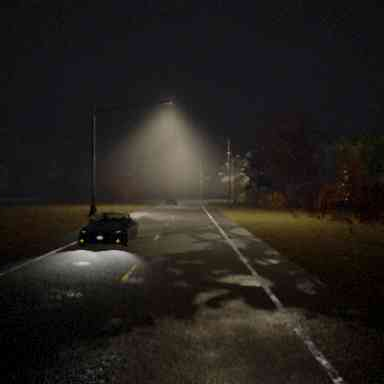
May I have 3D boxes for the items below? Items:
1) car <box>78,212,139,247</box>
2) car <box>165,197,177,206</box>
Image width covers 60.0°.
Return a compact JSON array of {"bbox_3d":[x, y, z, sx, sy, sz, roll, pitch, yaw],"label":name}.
[{"bbox_3d":[-3.610,1.598,15.005,1.994,1.385,4.181,0,0,0],"label":"car"},{"bbox_3d":[-3.588,1.570,57.346,1.882,1.535,5.008,0,0,1],"label":"car"}]
